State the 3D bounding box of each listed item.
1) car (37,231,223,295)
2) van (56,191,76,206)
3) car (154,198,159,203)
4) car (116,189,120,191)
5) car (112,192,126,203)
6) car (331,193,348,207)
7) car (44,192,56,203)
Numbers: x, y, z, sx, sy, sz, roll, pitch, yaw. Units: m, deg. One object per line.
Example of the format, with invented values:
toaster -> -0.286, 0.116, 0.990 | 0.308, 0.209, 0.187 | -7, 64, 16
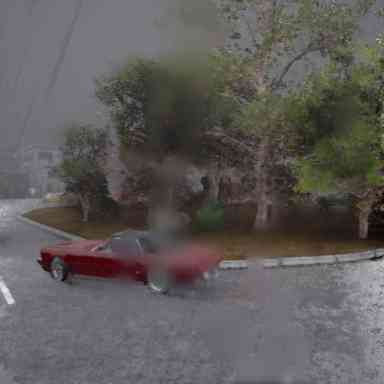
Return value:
car -> -1.691, 1.696, 8.810 | 4.718, 1.301, 1.895 | 0, -1, 21
van -> -15.581, 0.801, 42.559 | 1.878, 1.987, 4.442 | -1, 1, -36
car -> -6.454, 0.700, 49.005 | 2.435, 2.045, 5.566 | 0, 1, -36
car -> -12.265, 0.544, 59.874 | 2.435, 2.045, 5.566 | 0, 1, -36
car -> -10.974, 0.977, 45.499 | 1.946, 1.575, 5.366 | 0, 1, -36
car -> 19.717, 1.081, 44.112 | 2.150, 2.045, 5.566 | 1, 0, -33
car -> -22.251, 0.860, 52.959 | 1.946, 1.575, 5.366 | -1, 1, -36
